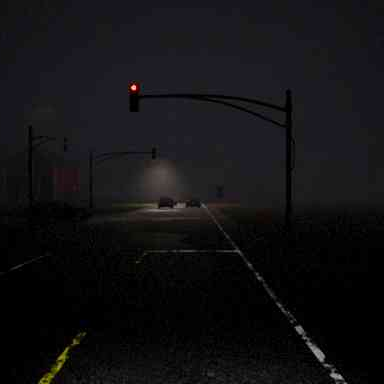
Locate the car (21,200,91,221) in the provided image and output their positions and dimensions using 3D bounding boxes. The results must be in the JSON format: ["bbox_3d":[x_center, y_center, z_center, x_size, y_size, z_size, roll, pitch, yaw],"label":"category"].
[{"bbox_3d":[-10.425,1.385,25.734,5.008,1.535,1.882,0,1,-16],"label":"car"}]

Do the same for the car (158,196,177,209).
[{"bbox_3d":[-3.511,1.444,45.226,1.882,1.535,5.008,0,0,0],"label":"car"}]

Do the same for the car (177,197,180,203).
[{"bbox_3d":[-3.484,1.478,55.089,1.812,1.442,4.674,0,0,1],"label":"car"}]

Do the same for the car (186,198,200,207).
[{"bbox_3d":[0.150,1.525,49.102,1.994,1.385,4.181,0,0,0],"label":"car"}]

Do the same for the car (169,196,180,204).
[{"bbox_3d":[-3.429,1.537,65.017,1.895,1.301,4.718,0,0,1],"label":"car"}]
